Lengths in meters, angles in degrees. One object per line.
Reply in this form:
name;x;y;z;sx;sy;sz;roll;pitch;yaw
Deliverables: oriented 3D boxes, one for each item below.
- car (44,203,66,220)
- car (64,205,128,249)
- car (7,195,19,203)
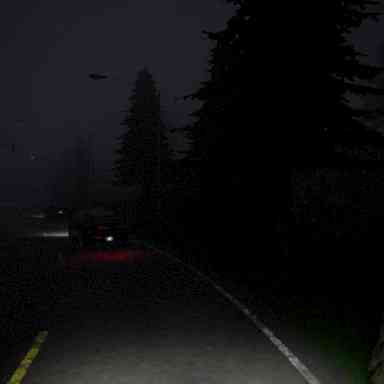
car;-11.292;1.571;27.973;1.994;1.385;4.181;0;0;-28
car;-4.255;1.515;14.726;1.837;1.490;4.892;0;0;-28
car;-35.320;1.318;65.747;2.097;1.767;4.553;0;0;-28
